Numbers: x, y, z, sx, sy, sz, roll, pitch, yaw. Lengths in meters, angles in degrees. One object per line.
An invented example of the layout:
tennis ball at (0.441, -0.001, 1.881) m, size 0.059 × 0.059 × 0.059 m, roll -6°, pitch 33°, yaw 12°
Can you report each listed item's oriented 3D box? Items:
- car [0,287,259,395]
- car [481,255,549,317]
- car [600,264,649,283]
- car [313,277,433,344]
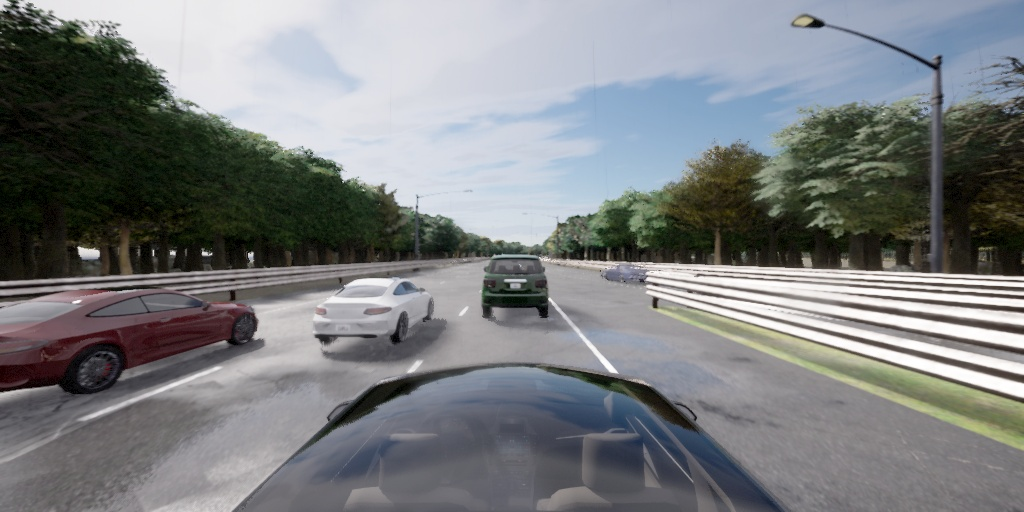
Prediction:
car at (-6.898, 1.280, 6.500) m, size 1.812 × 1.442 × 4.674 m, roll 0°, pitch 0°, yaw 0°
car at (0.105, 0.981, 13.301) m, size 2.150 × 2.045 × 5.566 m, roll 0°, pitch 0°, yaw 0°
car at (8.933, 1.372, 28.654) m, size 2.033 × 1.411 × 5.357 m, roll 0°, pitch 0°, yaw -11°
car at (-3.407, 1.283, 9.528) m, size 1.812 × 1.442 × 4.674 m, roll 0°, pitch 0°, yaw 0°
